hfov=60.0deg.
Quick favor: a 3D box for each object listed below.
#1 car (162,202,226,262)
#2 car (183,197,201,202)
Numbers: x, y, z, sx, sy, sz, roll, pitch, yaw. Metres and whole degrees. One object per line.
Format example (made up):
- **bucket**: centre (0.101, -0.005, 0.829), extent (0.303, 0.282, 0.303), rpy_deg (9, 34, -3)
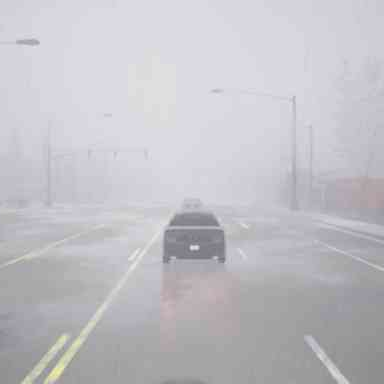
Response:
- **car**: centre (0.057, 1.325, 11.533), extent (1.882, 1.535, 5.008), rpy_deg (0, 1, 0)
- **car**: centre (-0.003, 1.178, 28.908), extent (2.033, 1.411, 5.357), rpy_deg (0, 1, 0)
